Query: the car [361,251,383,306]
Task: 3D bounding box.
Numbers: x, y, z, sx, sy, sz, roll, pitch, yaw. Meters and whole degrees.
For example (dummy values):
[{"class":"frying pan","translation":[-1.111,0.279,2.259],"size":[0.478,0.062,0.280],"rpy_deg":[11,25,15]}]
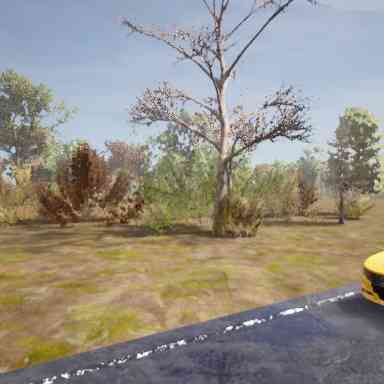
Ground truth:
[{"class":"car","translation":[5.570,1.468,6.943],"size":[5.008,1.535,1.882],"rpy_deg":[0,0,-33]}]
